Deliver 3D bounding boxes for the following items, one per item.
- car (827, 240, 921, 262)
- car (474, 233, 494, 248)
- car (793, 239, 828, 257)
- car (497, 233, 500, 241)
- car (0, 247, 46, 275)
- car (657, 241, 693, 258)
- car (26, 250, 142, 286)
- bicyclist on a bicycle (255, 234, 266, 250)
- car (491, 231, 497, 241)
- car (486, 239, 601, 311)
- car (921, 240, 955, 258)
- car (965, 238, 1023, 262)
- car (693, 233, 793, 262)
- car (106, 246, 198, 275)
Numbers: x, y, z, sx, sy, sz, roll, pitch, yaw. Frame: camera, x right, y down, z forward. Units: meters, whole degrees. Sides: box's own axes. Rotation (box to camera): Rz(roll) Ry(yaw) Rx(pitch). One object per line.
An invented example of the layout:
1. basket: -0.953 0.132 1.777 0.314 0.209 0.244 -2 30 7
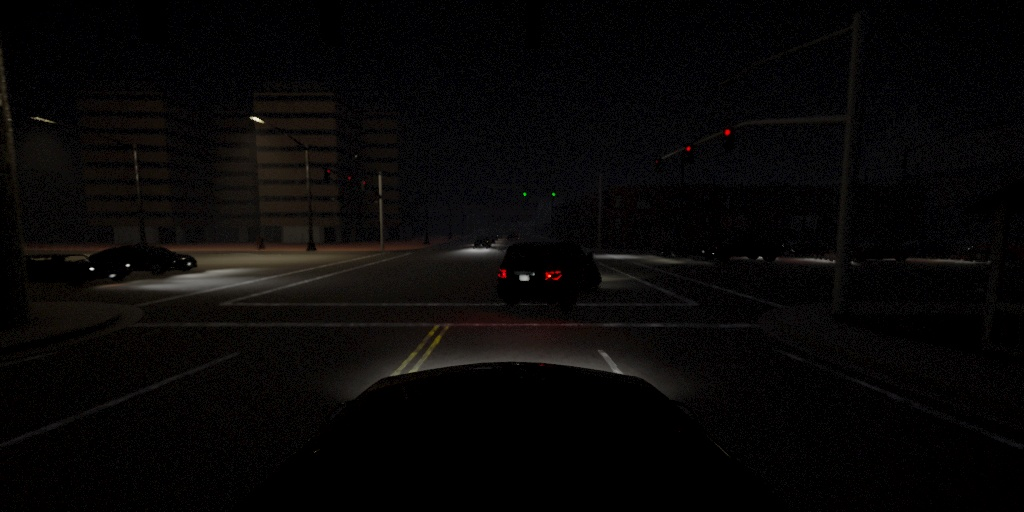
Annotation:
1. car: 26.759 -0.372 26.601 4.674 1.442 1.812 0 5 0
2. car: -3.595 -1.764 44.281 1.895 1.301 4.718 0 5 0
3. car: 23.928 -0.664 30.095 4.674 1.442 1.812 0 5 0
4. car: -3.505 -3.405 63.141 1.812 1.442 4.674 0 5 0
5. car: -28.942 0.246 19.612 4.181 1.385 1.994 0 5 1
6. car: 14.850 -0.591 30.153 4.718 1.301 1.895 0 5 0
7. car: -20.128 0.575 16.092 4.718 1.301 1.895 0 5 0
8. bicyclist on a bicycle: -25.267 -1.379 36.005 0.582 1.620 1.656 0 5 0
9. car: -3.570 -2.574 53.130 1.812 1.442 4.674 0 5 0
10. car: 1.473 0.493 12.617 2.150 2.045 5.566 1 5 25
11. car: 34.131 -0.659 30.054 4.674 1.442 1.812 0 5 1
12. car: 36.833 -0.541 26.534 4.553 1.767 2.097 0 5 0
13. car: 16.963 -0.678 26.616 5.566 2.045 2.150 0 5 0
14. car: -20.037 0.190 19.570 4.892 1.490 1.837 0 5 1
